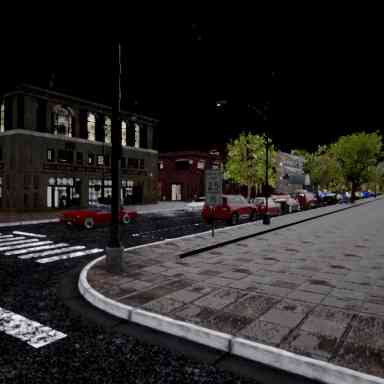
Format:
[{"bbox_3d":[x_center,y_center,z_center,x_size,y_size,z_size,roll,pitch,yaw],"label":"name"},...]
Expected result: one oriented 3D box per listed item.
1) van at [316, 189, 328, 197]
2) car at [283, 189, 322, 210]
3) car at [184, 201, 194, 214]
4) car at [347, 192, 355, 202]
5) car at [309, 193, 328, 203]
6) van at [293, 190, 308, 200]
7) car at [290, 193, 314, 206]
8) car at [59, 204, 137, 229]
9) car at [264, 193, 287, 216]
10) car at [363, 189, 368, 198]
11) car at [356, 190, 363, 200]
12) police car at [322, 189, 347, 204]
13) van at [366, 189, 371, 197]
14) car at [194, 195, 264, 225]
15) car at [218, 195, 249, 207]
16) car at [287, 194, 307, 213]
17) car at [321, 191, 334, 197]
[{"bbox_3d":[30.206,0.296,77.190,1.690,1.788,3.998,1,2,34],"label":"van"},{"bbox_3d":[12.029,0.892,35.901,2.192,1.841,5.009,1,2,34],"label":"car"},{"bbox_3d":[1.193,1.181,30.367,1.812,1.442,4.674,1,1,34],"label":"car"},{"bbox_3d":[23.634,0.690,52.083,2.097,1.767,4.553,1,1,34],"label":"car"},{"bbox_3d":[19.923,0.860,52.179,1.812,1.442,4.674,1,1,34],"label":"car"},{"bbox_3d":[20.796,0.504,63.481,1.690,1.788,3.998,1,2,34],"label":"van"},{"bbox_3d":[14.920,0.970,44.790,1.812,1.442,4.674,1,1,35],"label":"car"},{"bbox_3d":[-5.632,1.401,20.422,1.895,1.301,4.718,1,1,34],"label":"car"},{"bbox_3d":[5.754,1.151,26.763,1.967,1.590,4.097,1,1,34],"label":"car"},{"bbox_3d":[34.080,0.622,68.033,1.752,1.417,4.829,1,2,34],"label":"car"},{"bbox_3d":[30.846,0.750,63.325,1.802,1.307,4.206,1,2,34],"label":"car"},{"bbox_3d":[19.769,0.846,46.415,1.930,1.638,5.238,1,1,34],"label":"police car"},{"bbox_3d":[40.260,0.301,77.029,1.690,1.788,3.998,1,2,34],"label":"van"},{"bbox_3d":[2.618,1.093,22.191,2.192,1.841,5.009,1,1,34],"label":"car"},{"bbox_3d":[5.110,1.069,40.638,1.947,1.339,4.313,1,2,34],"label":"car"},{"bbox_3d":[8.890,1.195,31.336,2.008,1.369,4.403,1,2,34],"label":"car"},{"bbox_3d":[33.340,0.436,81.765,2.008,1.369,4.403,1,2,34],"label":"car"}]
